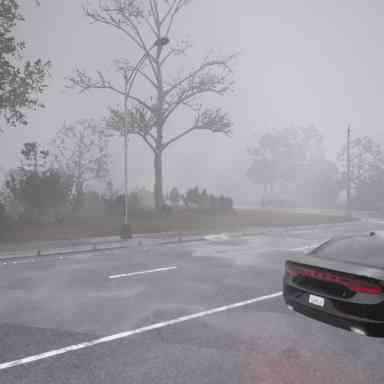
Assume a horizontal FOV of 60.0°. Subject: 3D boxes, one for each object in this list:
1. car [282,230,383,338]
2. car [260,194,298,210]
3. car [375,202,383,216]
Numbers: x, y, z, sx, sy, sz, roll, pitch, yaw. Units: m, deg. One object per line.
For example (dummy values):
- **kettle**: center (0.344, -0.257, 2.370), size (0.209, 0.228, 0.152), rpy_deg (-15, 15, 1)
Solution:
- **car**: center (3.906, 1.478, 6.414), size (5.008, 1.535, 1.882), rpy_deg (0, 0, -35)
- **car**: center (11.367, 1.246, 43.859), size (2.150, 2.045, 5.566), rpy_deg (0, -1, -28)
- **car**: center (19.335, 1.490, 30.230), size (2.128, 1.511, 4.902), rpy_deg (0, 0, -36)
